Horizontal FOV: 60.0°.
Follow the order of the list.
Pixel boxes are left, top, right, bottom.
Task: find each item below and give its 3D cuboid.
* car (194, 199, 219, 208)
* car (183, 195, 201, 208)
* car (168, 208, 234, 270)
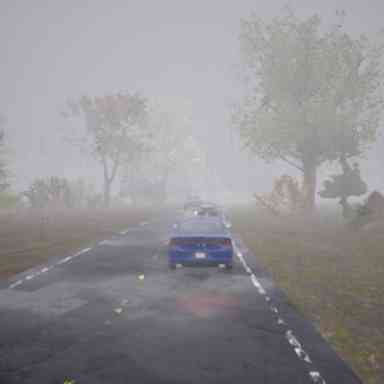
[{"bbox_3d":[1.524,1.684,30.721,1.812,1.442,4.674,0,0,5],"label":"car"},{"bbox_3d":[0.156,1.464,47.197,2.150,2.045,5.566,0,-1,8],"label":"car"},{"bbox_3d":[0.321,1.537,11.314,1.882,1.535,5.008,0,0,2],"label":"car"}]
